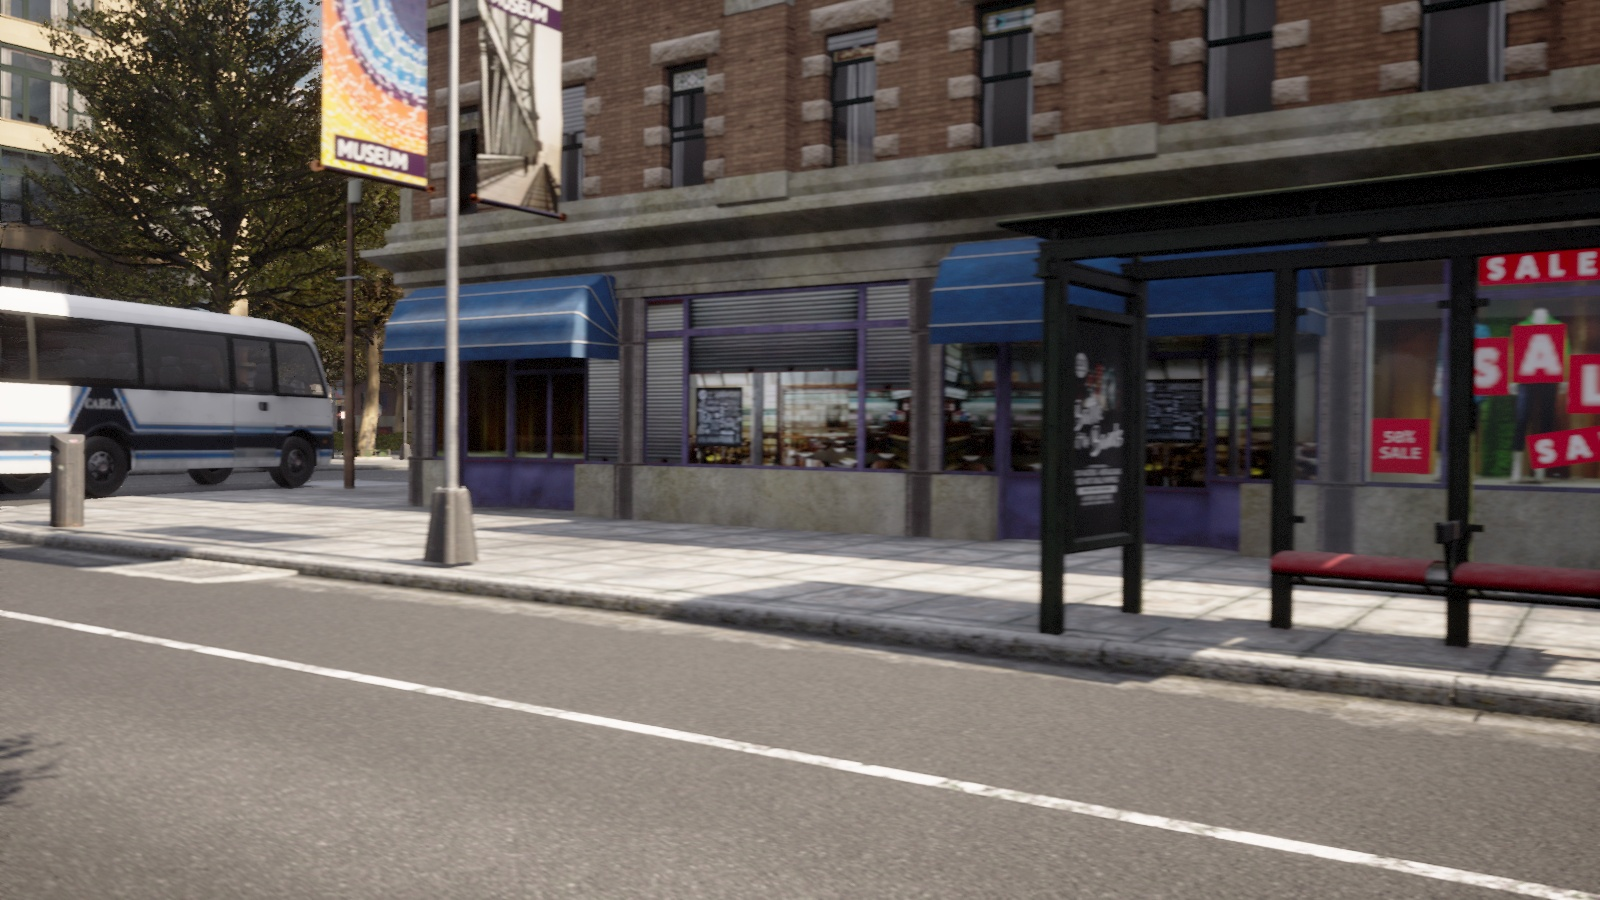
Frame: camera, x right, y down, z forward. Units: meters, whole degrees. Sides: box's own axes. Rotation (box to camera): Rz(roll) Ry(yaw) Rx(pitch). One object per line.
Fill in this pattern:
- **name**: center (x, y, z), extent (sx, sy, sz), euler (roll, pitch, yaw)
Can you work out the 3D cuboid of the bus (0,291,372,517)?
- **bus**: center (-14.941, -0.907, 29.070), extent (3.944, 4.253, 10.273), euler (0, 0, 20)
